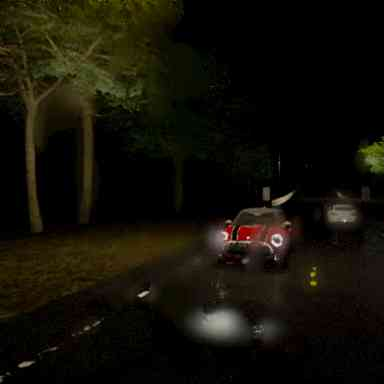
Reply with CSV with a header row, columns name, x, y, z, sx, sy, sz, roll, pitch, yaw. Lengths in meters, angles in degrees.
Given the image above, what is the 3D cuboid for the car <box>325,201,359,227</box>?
name,x,y,z,sx,sy,sz,roll,pitch,yaw
car,10.578,1.598,23.424,1.812,1.442,4.674,0,0,20

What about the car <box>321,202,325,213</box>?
name,x,y,z,sx,sy,sz,roll,pitch,yaw
car,16.605,1.718,39.750,1.994,1.385,4.181,0,0,20

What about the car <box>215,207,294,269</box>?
name,x,y,z,sx,sy,sz,roll,pitch,yaw
car,2.310,1.359,11.387,2.097,1.767,4.553,0,0,20
